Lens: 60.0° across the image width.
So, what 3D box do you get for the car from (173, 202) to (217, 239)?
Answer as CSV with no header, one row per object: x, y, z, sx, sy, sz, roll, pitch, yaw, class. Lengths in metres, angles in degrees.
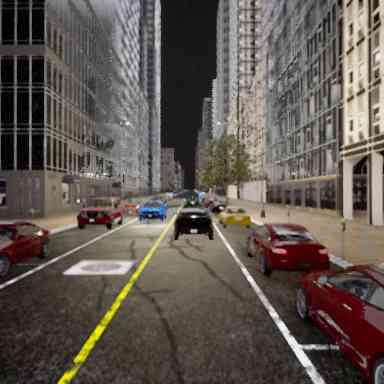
0.084,1.479,17.216,1.837,1.490,4.892,0,0,0,car

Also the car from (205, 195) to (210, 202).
2.677,1.456,44.077,1.887,1.381,4.507,1,0,0,car

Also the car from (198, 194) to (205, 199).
2.655,1.314,95.147,1.802,1.307,4.206,1,0,0,car

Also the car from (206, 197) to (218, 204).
2.682,1.506,32.727,1.947,1.339,4.313,1,0,0,car

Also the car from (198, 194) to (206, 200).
2.658,1.306,89.472,2.008,1.369,4.403,1,0,0,car

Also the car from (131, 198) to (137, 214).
-5.697,1.382,32.741,1.967,1.590,4.097,1,0,0,car

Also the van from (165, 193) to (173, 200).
-5.718,1.121,83.819,1.690,1.788,3.998,1,0,0,van

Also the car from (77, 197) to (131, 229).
-5.691,1.282,21.390,2.192,1.841,5.009,1,0,0,car

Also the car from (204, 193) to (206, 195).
2.671,1.406,61.098,1.887,1.381,4.507,1,0,0,car

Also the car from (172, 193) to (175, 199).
-5.717,1.242,78.144,1.967,1.590,4.097,1,0,0,car

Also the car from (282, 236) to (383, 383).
2.694,1.576,4.353,1.802,1.307,4.206,0,0,0,car

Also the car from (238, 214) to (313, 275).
2.692,1.567,10.027,1.802,1.307,4.206,1,0,0,car

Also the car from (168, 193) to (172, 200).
-5.713,1.395,66.795,2.008,1.369,4.403,1,0,0,car

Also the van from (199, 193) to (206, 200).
2.663,1.119,83.797,1.690,1.788,3.998,1,0,0,van

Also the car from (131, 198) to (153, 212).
-5.700,1.453,38.247,1.752,1.417,4.829,1,0,0,car

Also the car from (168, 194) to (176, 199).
-5.725,1.300,95.171,1.947,1.339,4.313,1,0,0,car

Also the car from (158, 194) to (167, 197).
-5.708,1.447,55.443,1.947,1.339,4.313,1,0,0,car

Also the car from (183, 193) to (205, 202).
0.080,1.277,38.914,2.097,1.767,4.553,0,0,0,car

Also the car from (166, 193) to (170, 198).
-5.710,1.408,61.118,1.887,1.381,4.507,1,0,0,car

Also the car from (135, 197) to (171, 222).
-3.013,1.433,26.474,1.882,1.535,5.008,0,0,0,car

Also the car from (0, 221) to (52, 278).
-5.689,1.569,10.038,1.802,1.307,4.206,1,0,0,car

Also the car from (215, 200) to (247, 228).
2.687,1.490,21.547,1.752,1.417,4.829,1,0,0,car

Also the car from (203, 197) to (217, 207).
2.675,1.477,49.750,1.802,1.307,4.206,1,0,0,car
